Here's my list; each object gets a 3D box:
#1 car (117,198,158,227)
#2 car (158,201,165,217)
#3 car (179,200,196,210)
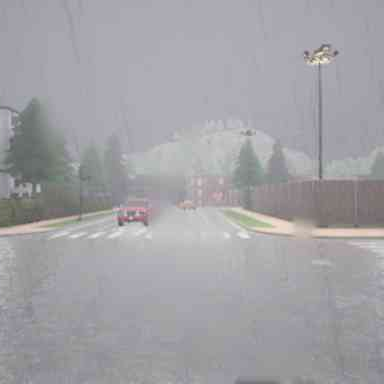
[{"bbox_3d":[-4.225,1.504,25.807,2.150,2.045,5.566,0,-1,0],"label":"car"},{"bbox_3d":[-4.221,1.755,36.531,2.097,1.767,4.553,0,-1,0],"label":"car"},{"bbox_3d":[-0.759,2.064,53.110,1.882,1.535,5.008,0,-1,-14],"label":"car"}]
